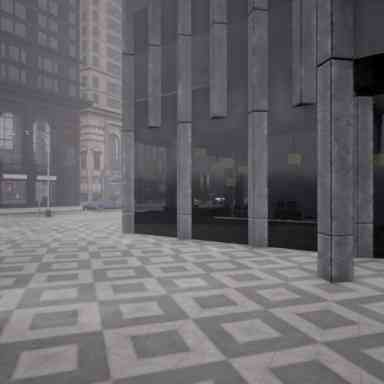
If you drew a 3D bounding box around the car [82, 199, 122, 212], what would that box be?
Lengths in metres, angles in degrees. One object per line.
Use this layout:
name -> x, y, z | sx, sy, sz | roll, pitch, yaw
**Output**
car -> -10.900, 1.634, 41.235 | 2.033, 1.411, 5.357 | 0, 0, 35
